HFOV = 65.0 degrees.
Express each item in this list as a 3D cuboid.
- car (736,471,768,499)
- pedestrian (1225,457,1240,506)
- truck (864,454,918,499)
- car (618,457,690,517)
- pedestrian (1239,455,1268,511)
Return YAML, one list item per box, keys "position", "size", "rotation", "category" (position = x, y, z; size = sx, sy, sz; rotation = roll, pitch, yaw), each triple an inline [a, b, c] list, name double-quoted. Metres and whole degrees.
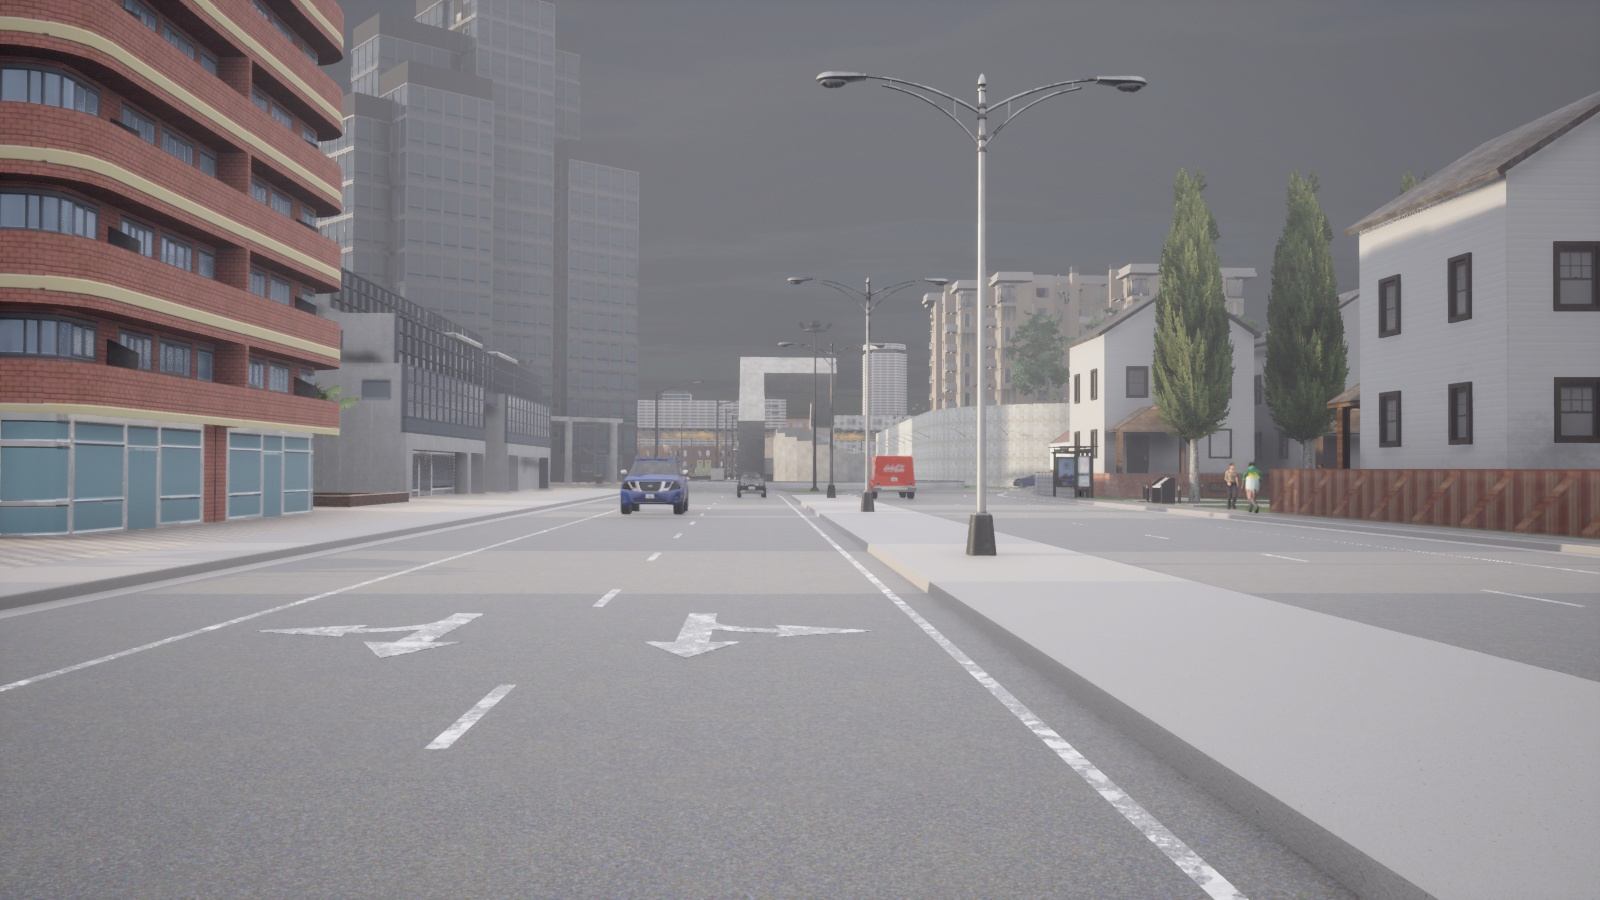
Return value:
- position: [-2.788, 2.026, 72.910]
  size: [1.789, 1.549, 3.705]
  rotation: [0, -1, -3]
  category: "car"
- position: [16.468, 1.204, 47.809]
  size: [0.345, 1.836, 0.594]
  rotation: [0, -1, -2]
  category: "pedestrian"
- position: [5.243, 1.533, 73.184]
  size: [2.627, 2.467, 5.204]
  rotation: [0, -1, -2]
  category: "truck"
- position: [-5.242, 1.321, 45.781]
  size: [2.150, 2.045, 5.566]
  rotation: [0, -1, -2]
  category: "car"
- position: [15.921, 1.145, 44.102]
  size: [0.659, 1.952, 0.873]
  rotation: [0, -1, -1]
  category: "pedestrian"
